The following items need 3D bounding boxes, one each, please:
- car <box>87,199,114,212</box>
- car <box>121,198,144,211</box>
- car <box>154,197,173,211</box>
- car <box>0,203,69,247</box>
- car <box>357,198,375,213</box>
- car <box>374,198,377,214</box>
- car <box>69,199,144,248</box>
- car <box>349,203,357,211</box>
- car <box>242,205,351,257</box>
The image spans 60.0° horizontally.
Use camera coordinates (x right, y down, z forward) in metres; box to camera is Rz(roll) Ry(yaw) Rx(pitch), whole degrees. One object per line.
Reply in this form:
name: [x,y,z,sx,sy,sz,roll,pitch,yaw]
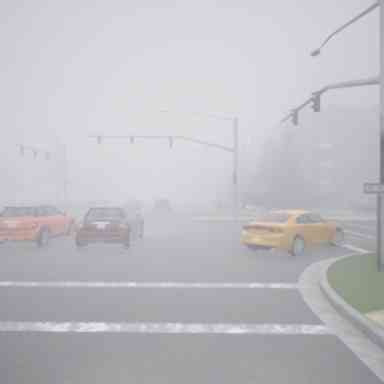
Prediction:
car: [-10.411,1.492,38.244,1.895,1.301,4.718,0,0,0]
car: [-6.912,1.453,38.985,1.994,1.385,4.181,0,0,0]
car: [-3.412,1.393,39.205,1.837,1.490,4.892,0,0,0]
car: [-6.903,1.309,14.978,2.097,1.767,4.553,0,0,0]
car: [19.728,1.382,33.191,5.008,1.535,1.882,0,0,-1]
car: [19.535,1.406,29.691,4.902,1.511,2.128,0,0,0]
car: [-3.403,1.311,14.621,2.097,1.767,4.553,0,0,0]
car: [19.821,1.420,36.701,4.674,1.442,1.812,0,0,0]
car: [4.036,1.440,12.908,5.008,1.535,1.882,0,-1,-42]
